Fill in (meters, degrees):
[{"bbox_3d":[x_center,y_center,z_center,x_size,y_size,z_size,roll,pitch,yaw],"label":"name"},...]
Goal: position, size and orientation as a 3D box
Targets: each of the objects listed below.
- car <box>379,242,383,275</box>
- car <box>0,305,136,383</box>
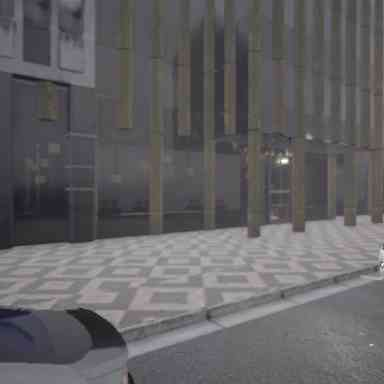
[{"bbox_3d":[6.953,1.212,8.266,5.566,2.045,2.150,0,0,-34],"label":"car"},{"bbox_3d":[-2.614,1.494,1.505,4.902,1.511,2.128,0,0,-35],"label":"car"}]
